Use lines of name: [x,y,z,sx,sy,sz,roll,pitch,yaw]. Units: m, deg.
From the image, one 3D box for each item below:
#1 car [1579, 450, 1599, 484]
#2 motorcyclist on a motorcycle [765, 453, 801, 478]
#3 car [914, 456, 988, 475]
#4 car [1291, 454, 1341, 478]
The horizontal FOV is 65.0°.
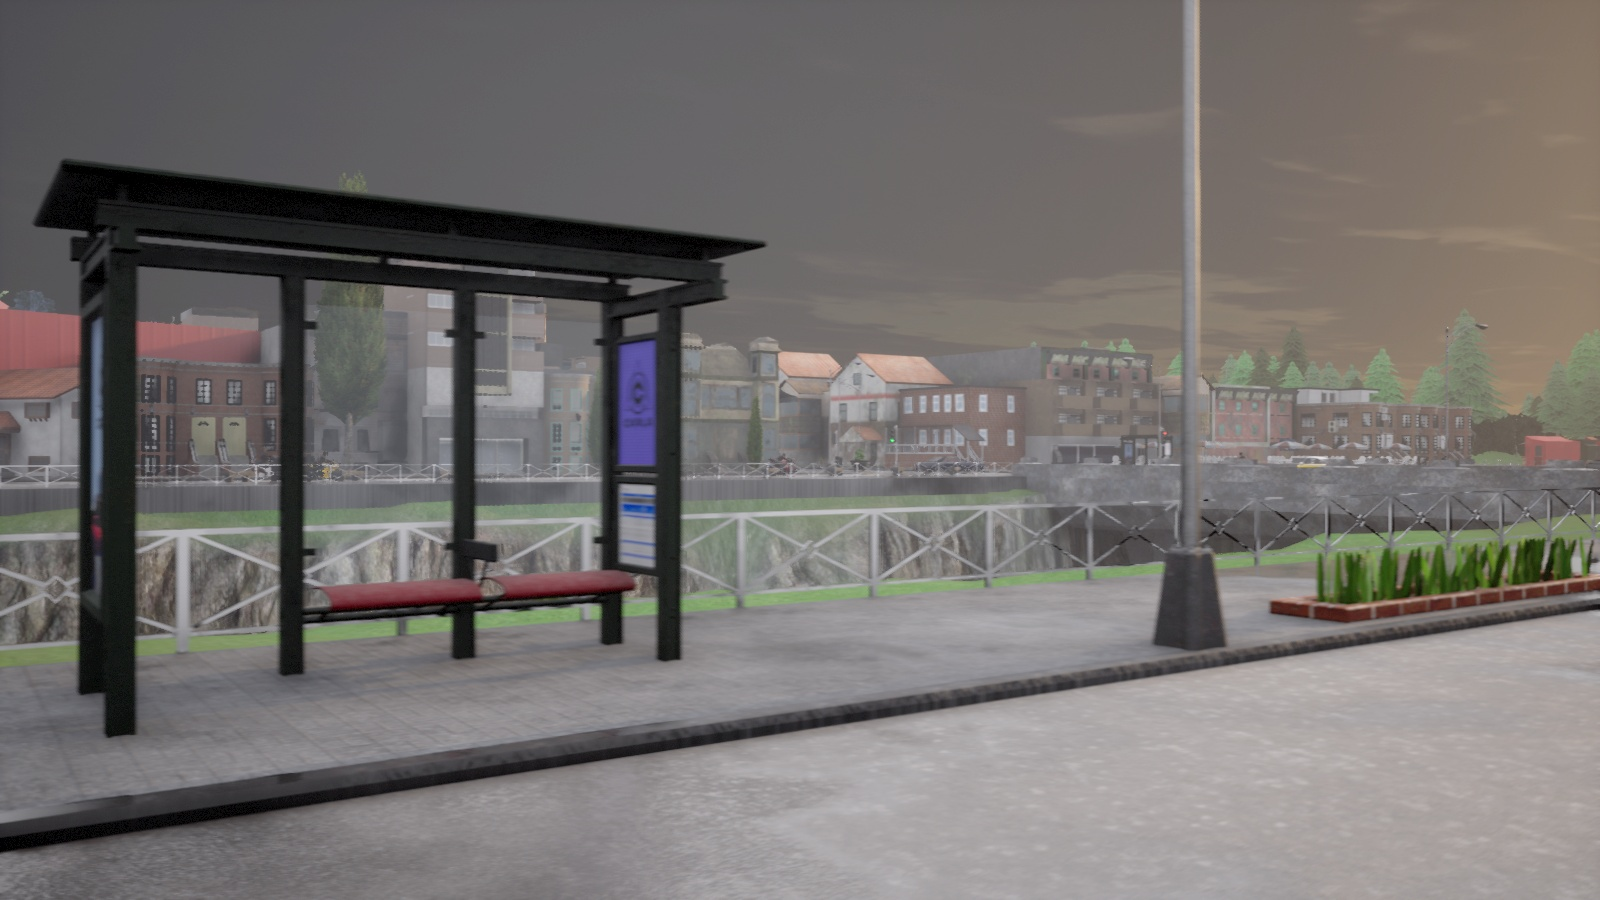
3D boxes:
car: [36.894,0.748,54.798,2.007,1.525,4.514,0,0,-34]
motorcyclist on a motorcycle: [-1.061,0.975,78.728,2.191,1.530,0.866,0,0,-35]
car: [10.319,1.034,85.789,4.718,1.301,1.895,0,0,-20]
car: [29.631,0.914,72.153,1.481,1.376,2.207,0,0,-35]
